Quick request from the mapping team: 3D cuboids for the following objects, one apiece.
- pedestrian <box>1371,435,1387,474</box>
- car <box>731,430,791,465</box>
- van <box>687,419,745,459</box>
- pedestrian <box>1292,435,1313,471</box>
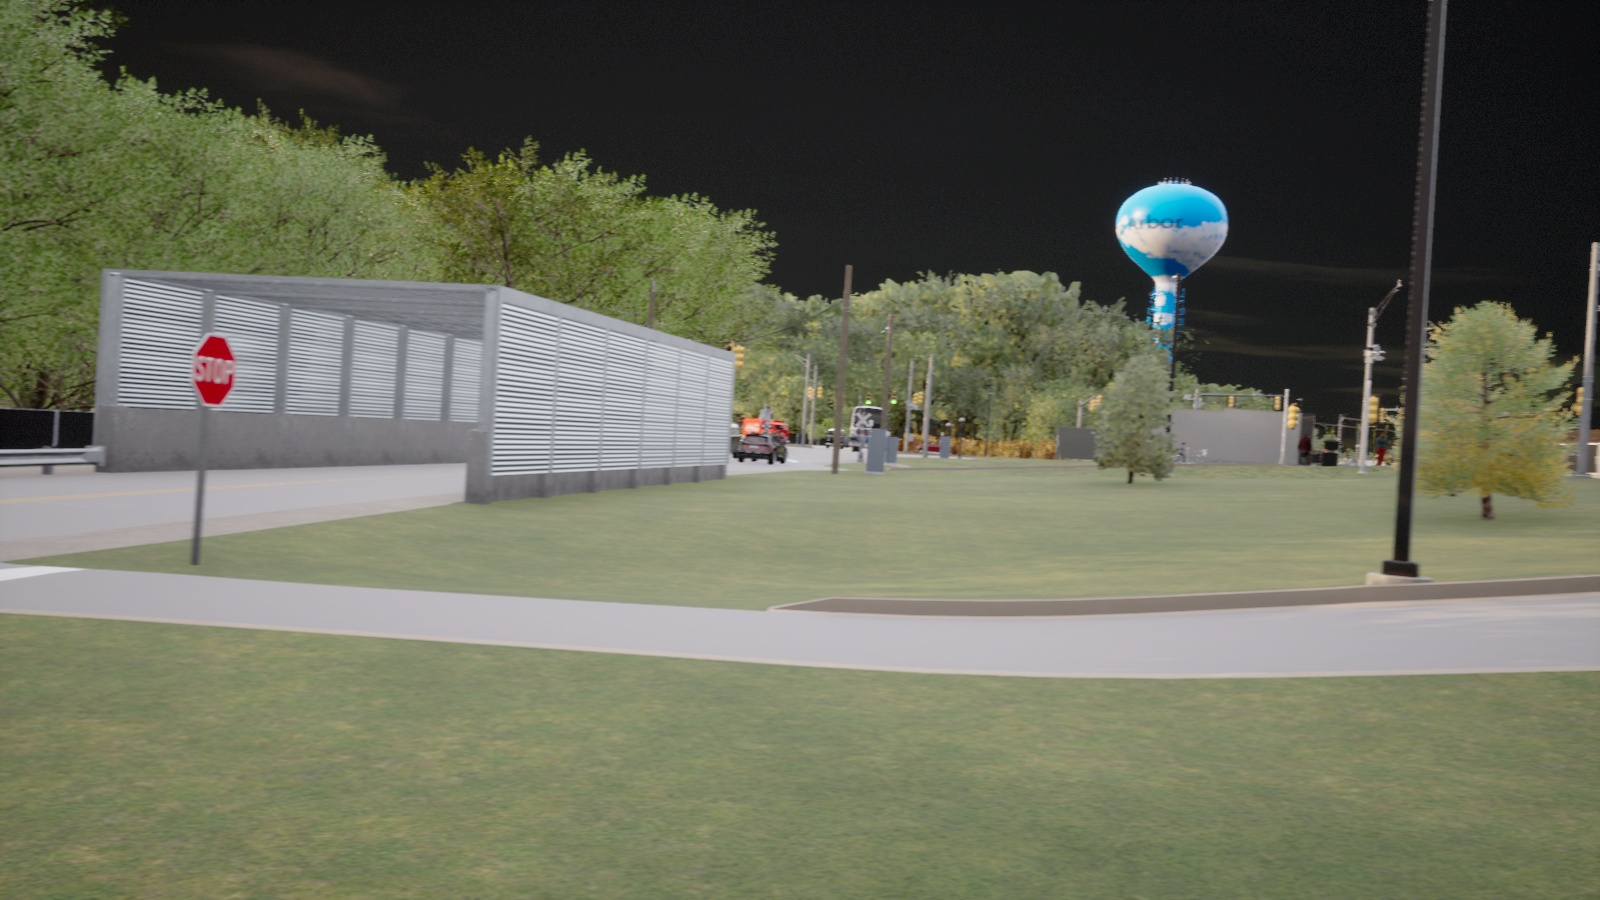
[{"bbox_3d":[28.148,0.220,61.041,0.353,1.847,0.614,4,-1,1],"label":"pedestrian"},{"bbox_3d":[-2.034,-0.133,67.139,2.033,1.649,4.856,5,1,11],"label":"car"},{"bbox_3d":[-4.741,-0.612,71.361,2.069,2.038,4.480,4,1,11],"label":"van"},{"bbox_3d":[26.138,0.152,65.299,0.634,1.844,0.899,4,-1,1],"label":"pedestrian"}]
